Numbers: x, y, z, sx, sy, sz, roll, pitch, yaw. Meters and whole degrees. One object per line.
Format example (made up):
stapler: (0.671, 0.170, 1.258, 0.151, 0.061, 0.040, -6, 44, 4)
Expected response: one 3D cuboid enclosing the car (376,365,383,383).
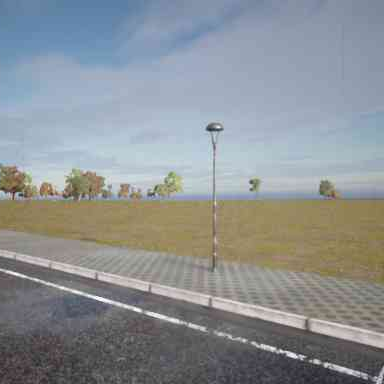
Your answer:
car: (3.253, 1.351, 1.372, 4.553, 1.767, 2.097, 0, 0, 35)
